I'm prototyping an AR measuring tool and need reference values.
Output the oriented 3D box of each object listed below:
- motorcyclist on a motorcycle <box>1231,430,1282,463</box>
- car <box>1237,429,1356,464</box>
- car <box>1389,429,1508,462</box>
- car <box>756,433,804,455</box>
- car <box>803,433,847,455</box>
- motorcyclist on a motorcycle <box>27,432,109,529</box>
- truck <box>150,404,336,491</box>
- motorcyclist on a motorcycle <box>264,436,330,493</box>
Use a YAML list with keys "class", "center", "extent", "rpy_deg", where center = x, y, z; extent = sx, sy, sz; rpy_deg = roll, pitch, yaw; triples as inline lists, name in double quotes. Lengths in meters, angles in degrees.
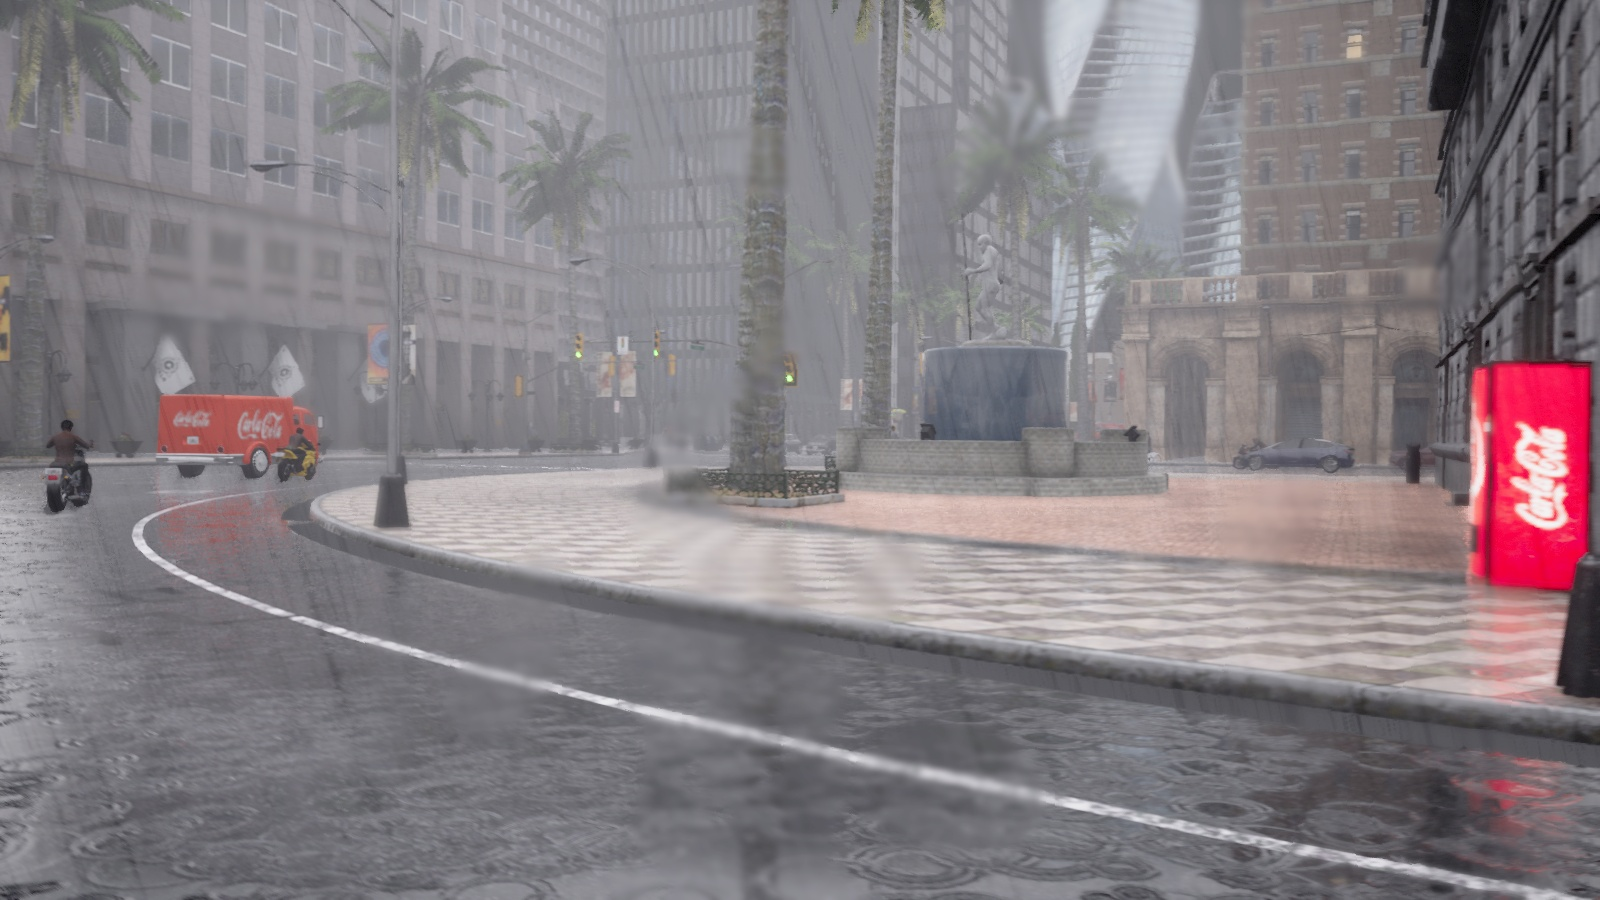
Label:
- class: "motorcyclist on a motorcycle"
  center: [21.722, -0.181, 59.733]
  extent: [2.191, 1.530, 0.866]
  rpy_deg: [0, 1, 25]
- class: "car"
  center: [22.049, -0.168, 55.732]
  extent: [4.792, 1.488, 2.163]
  rpy_deg: [0, 1, 25]
- class: "car"
  center: [29.045, -0.209, 56.395]
  extent: [4.674, 1.442, 1.812]
  rpy_deg: [0, 1, 25]
- class: "car"
  center: [-1.433, -0.446, 90.408]
  extent: [1.970, 1.475, 3.806]
  rpy_deg: [0, 1, 25]
- class: "car"
  center: [1.793, -0.444, 89.081]
  extent: [1.789, 1.549, 3.705]
  rpy_deg: [0, 1, 25]
- class: "motorcyclist on a motorcycle"
  center: [-13.072, 0.506, 22.483]
  extent: [0.766, 1.649, 2.350]
  rpy_deg: [0, 0, -18]
- class: "truck"
  center: [-16.856, -0.103, 38.405]
  extent: [2.627, 2.467, 5.204]
  rpy_deg: [-1, 1, 12]
- class: "motorcyclist on a motorcycle"
  center: [-13.970, 0.386, 34.930]
  extent: [0.797, 1.523, 2.044]
  rpy_deg: [0, 1, 7]
